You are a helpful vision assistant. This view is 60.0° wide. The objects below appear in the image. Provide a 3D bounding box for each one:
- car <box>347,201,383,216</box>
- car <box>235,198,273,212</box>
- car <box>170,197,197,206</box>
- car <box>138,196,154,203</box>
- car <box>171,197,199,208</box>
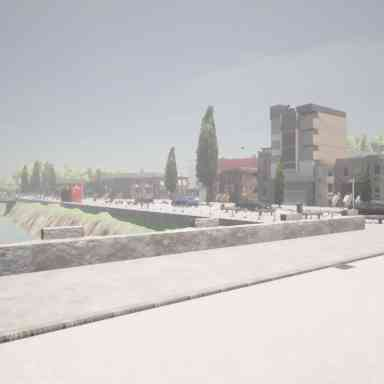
[{"bbox_3d":[15.162,1.504,26.900,1.837,1.490,4.892,0,0,-35],"label":"car"},{"bbox_3d":[7.058,1.503,38.243,1.837,1.490,4.892,0,1,-36],"label":"car"},{"bbox_3d":[-1.518,1.548,57.395,2.033,1.411,5.357,0,0,-35],"label":"car"},{"bbox_3d":[-9.805,1.546,68.972,2.033,1.411,5.357,0,0,-36],"label":"car"},{"bbox_3d":[-0.894,1.477,49.353,1.882,1.535,5.008,0,0,-35],"label":"car"}]
